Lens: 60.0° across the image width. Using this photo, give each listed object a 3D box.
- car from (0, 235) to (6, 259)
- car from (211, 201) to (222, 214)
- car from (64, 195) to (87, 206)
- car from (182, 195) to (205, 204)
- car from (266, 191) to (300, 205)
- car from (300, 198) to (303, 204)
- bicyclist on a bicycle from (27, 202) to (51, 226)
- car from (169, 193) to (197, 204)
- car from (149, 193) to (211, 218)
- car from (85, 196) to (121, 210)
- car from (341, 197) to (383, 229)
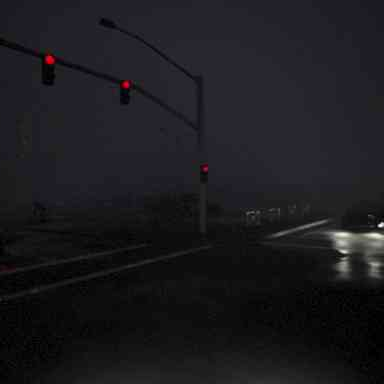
[{"bbox_3d":[-8.512,1.723,11.988,4.181,1.385,1.994,-1,0,38],"label":"car"},{"bbox_3d":[0.682,1.111,30.651,3.866,1.878,1.905,-1,0,37],"label":"car"},{"bbox_3d":[-20.240,1.744,57.004,3.806,1.475,1.970,-1,0,37],"label":"car"},{"bbox_3d":[0.235,1.298,59.147,3.905,1.438,1.784,-1,0,37],"label":"car"},{"bbox_3d":[12.448,0.858,46.354,3.866,1.878,1.905,-1,0,37],"label":"car"},{"bbox_3d":[14.202,1.059,48.661,3.806,1.475,1.970,-1,0,37],"label":"car"},{"bbox_3d":[-10.400,1.488,22.633,0.582,1.620,1.656,-1,0,37],"label":"bicyclist on a bicycle"},{"bbox_3d":[-1.562,1.126,56.871,4.605,1.855,1.932,-1,0,37],"label":"car"},{"bbox_3d":[-1.101,1.146,28.371,4.605,1.855,1.932,-1,0,37],"label":"car"},{"bbox_3d":[-11.642,1.585,43.315,3.806,1.475,1.970,-1,0,37],"label":"car"},{"bbox_3d":[10.482,1.246,20.057,1.882,1.535,5.008,-1,0,38],"label":"car"}]
